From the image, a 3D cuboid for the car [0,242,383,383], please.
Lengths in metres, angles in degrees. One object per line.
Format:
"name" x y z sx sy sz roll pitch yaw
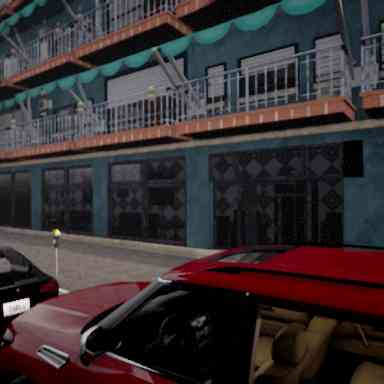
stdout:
"car" 0.609 1.313 2.302 5.009 1.841 2.192 0 -1 36
